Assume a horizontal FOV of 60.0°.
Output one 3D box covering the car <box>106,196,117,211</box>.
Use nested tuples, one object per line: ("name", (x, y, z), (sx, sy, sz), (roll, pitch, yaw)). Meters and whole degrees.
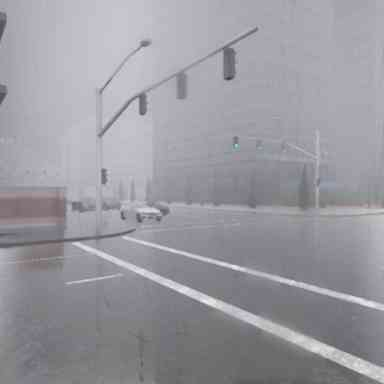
("car", (-10.060, 1.330, 40.366), (2.097, 1.767, 4.553), (0, 0, -36))

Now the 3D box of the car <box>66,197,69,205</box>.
("car", (-21.633, 1.504, 56.615), (1.812, 1.442, 4.674), (0, 0, -35))

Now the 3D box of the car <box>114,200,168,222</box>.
("car", (-4.092, 1.509, 26.052), (1.812, 1.442, 4.674), (0, 0, -36))

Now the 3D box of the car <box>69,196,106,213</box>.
("car", (-11.495, 1.336, 36.363), (2.097, 1.767, 4.553), (0, 0, -36))

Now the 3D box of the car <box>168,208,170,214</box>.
("car", (-4.209, 1.526, 32.213), (2.033, 1.411, 5.357), (0, 0, -36))
